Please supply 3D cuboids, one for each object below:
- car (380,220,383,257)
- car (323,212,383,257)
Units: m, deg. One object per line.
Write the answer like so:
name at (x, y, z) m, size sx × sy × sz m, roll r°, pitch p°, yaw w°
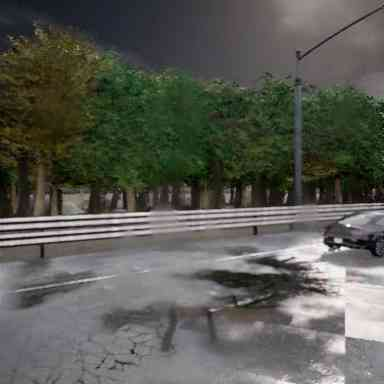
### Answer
car at (7.119, 1.473, 8.576) m, size 4.892 × 1.490 × 1.837 m, roll 0°, pitch 0°, yaw -34°
car at (6.916, 1.485, 12.654) m, size 4.674 × 1.442 × 1.812 m, roll 0°, pitch 0°, yaw -34°
